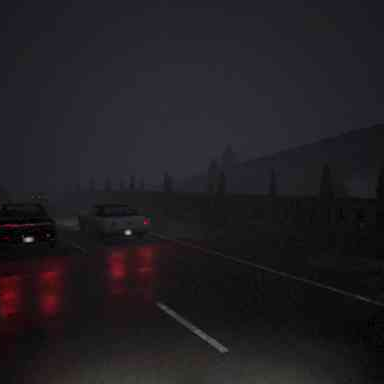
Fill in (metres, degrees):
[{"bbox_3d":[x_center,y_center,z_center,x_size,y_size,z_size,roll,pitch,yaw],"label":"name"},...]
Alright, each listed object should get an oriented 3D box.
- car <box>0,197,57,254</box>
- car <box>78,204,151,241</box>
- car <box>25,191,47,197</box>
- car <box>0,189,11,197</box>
[{"bbox_3d":[-6.171,1.149,12.035,2.128,1.511,4.902,-1,2,-32],"label":"car"},{"bbox_3d":[-3.585,1.190,14.514,1.895,1.301,4.718,-1,2,-32],"label":"car"},{"bbox_3d":[-17.071,0.576,36.477,2.033,1.411,5.357,-1,1,-32],"label":"car"},{"bbox_3d":[-20.909,0.431,36.055,2.097,1.767,4.553,-1,0,-32],"label":"car"}]
